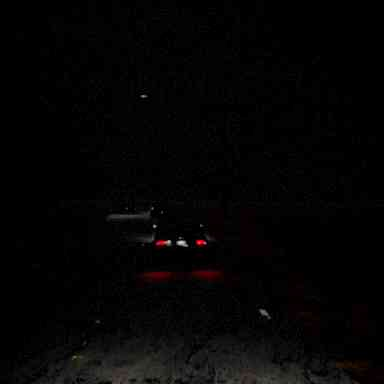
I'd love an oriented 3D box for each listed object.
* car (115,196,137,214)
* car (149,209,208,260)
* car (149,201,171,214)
[{"bbox_3d":[-7.596,1.439,38.382,2.150,2.045,5.566,0,-1,-13],"label":"car"},{"bbox_3d":[-0.510,1.615,12.655,2.033,1.411,5.357,0,0,-4],"label":"car"},{"bbox_3d":[-3.155,1.666,32.567,2.128,1.511,4.902,0,0,-10],"label":"car"}]
